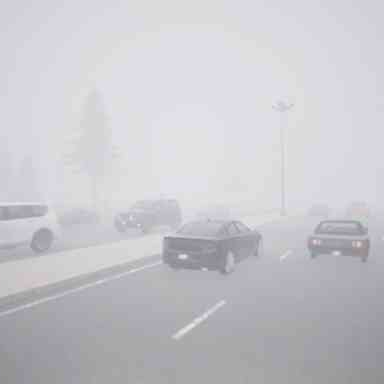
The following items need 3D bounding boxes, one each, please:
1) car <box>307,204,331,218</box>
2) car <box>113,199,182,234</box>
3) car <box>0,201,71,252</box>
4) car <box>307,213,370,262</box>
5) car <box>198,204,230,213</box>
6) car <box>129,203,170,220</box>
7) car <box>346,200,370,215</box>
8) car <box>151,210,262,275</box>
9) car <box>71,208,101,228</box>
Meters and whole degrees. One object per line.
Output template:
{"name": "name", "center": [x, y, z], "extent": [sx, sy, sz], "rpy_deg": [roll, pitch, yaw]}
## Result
{"name": "car", "center": [13.111, 1.890, 34.262], "extent": [2.033, 1.411, 5.357], "rpy_deg": [-1, -1, 29]}
{"name": "car", "center": [-2.709, 1.489, 21.911], "extent": [2.150, 2.045, 5.566], "rpy_deg": [-1, -1, 28]}
{"name": "car", "center": [-7.621, 1.402, 12.512], "extent": [2.150, 2.045, 5.566], "rpy_deg": [-1, -1, 28]}
{"name": "car", "center": [5.763, 1.727, 12.868], "extent": [1.895, 1.301, 4.718], "rpy_deg": [-1, -1, 28]}
{"name": "car", "center": [2.105, 1.878, 31.017], "extent": [1.812, 1.442, 4.674], "rpy_deg": [-1, -1, 28]}
{"name": "car", "center": [-4.243, 1.941, 33.995], "extent": [1.812, 1.442, 4.674], "rpy_deg": [-1, -1, 28]}
{"name": "car", "center": [17.064, 1.675, 34.151], "extent": [2.097, 1.767, 4.553], "rpy_deg": [-1, -1, 29]}
{"name": "car", "center": [0.901, 1.604, 11.118], "extent": [1.882, 1.535, 5.008], "rpy_deg": [-1, -1, 27]}
{"name": "car", "center": [-8.916, 1.896, 25.124], "extent": [1.994, 1.385, 4.181], "rpy_deg": [-1, -1, 28]}
